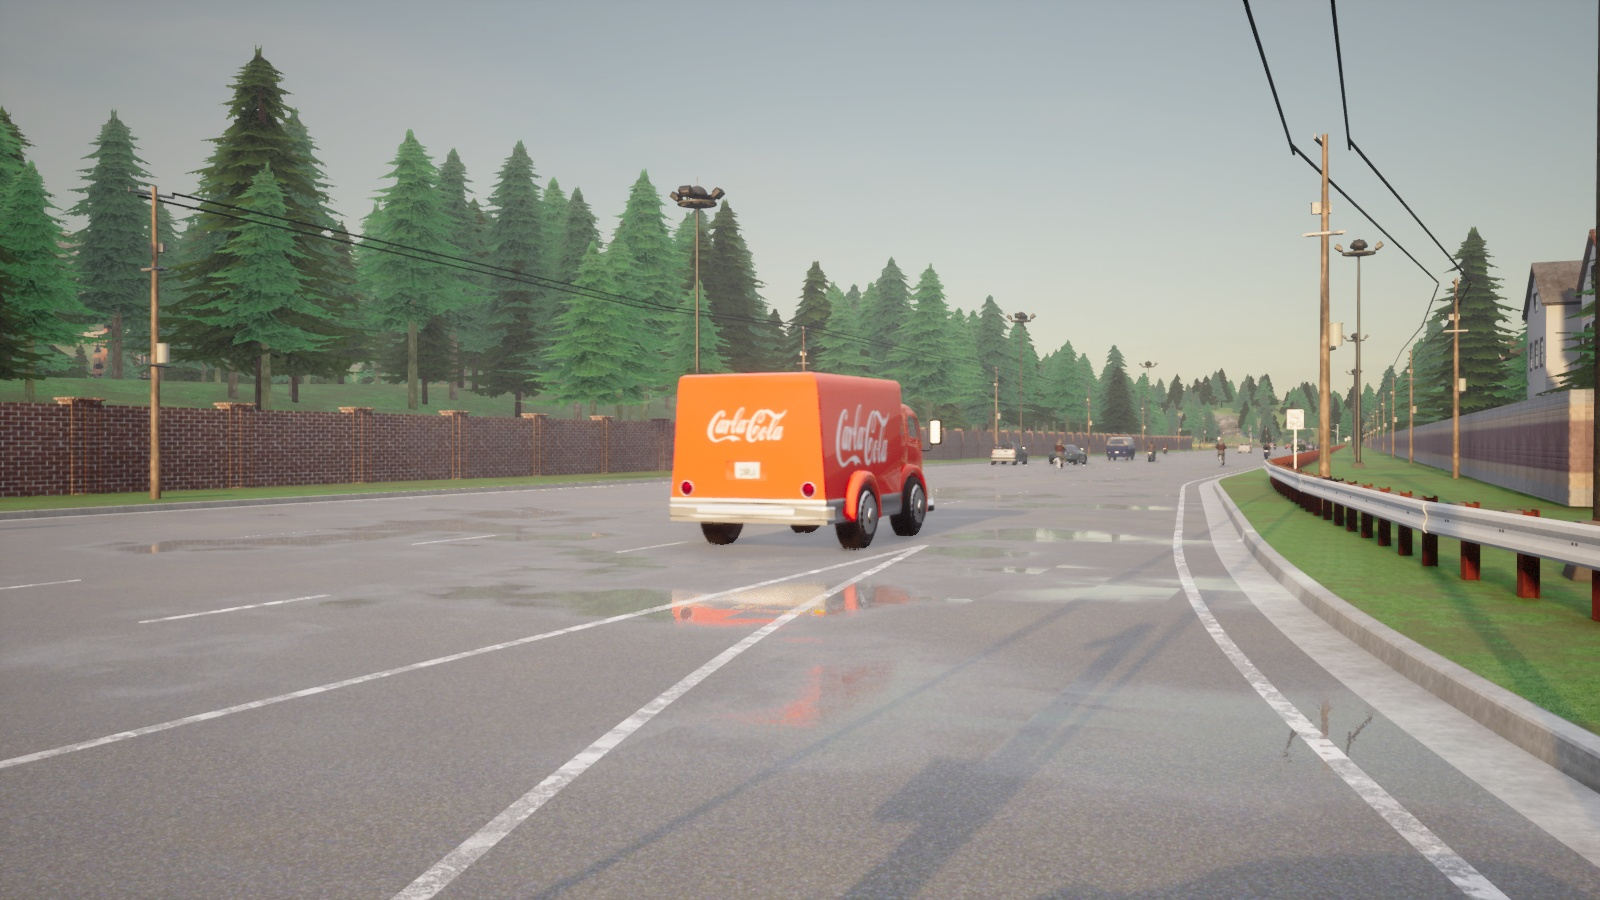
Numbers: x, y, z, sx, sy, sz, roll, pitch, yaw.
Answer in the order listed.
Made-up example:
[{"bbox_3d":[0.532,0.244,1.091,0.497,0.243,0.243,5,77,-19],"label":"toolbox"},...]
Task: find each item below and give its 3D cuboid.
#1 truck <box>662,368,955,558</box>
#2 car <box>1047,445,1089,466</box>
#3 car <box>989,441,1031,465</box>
[{"bbox_3d":[0.345,0.154,19.279,2.627,2.467,5.204,0,0,24],"label":"truck"},{"bbox_3d":[18.318,0.358,85.627,1.994,1.385,4.181,0,0,24],"label":"car"},{"bbox_3d":[14.263,0.191,85.116,1.851,1.617,3.988,0,0,24],"label":"car"}]
